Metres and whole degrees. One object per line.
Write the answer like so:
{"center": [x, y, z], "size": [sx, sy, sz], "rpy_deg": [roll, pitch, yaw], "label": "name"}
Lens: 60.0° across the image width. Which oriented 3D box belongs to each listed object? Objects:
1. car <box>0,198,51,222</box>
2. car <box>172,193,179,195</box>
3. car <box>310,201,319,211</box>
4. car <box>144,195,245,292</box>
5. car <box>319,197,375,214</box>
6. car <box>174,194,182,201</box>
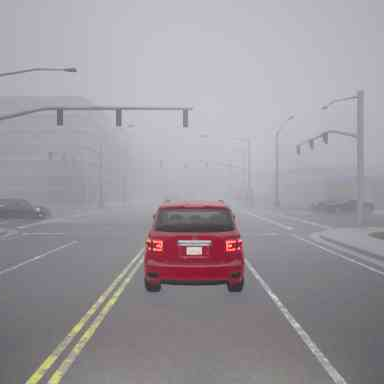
{"center": [-13.331, 1.294, 25.536], "size": [4.553, 1.767, 2.097], "rpy_deg": [0, 0, 1], "label": "car"}
{"center": [-3.677, 1.352, 54.854], "size": [2.097, 1.767, 4.553], "rpy_deg": [0, 0, 0], "label": "car"}
{"center": [16.090, 1.352, 38.609], "size": [4.553, 1.767, 2.097], "rpy_deg": [0, 0, 0], "label": "car"}
{"center": [0.056, 1.221, 9.064], "size": [2.150, 2.045, 5.566], "rpy_deg": [0, 0, 0], "label": "car"}
{"center": [16.550, 1.478, 35.102], "size": [5.008, 1.535, 1.882], "rpy_deg": [0, 0, 0], "label": "car"}
{"center": [-3.658, 1.350, 89.108], "size": [2.097, 1.767, 4.553], "rpy_deg": [0, 0, 0], "label": "car"}
